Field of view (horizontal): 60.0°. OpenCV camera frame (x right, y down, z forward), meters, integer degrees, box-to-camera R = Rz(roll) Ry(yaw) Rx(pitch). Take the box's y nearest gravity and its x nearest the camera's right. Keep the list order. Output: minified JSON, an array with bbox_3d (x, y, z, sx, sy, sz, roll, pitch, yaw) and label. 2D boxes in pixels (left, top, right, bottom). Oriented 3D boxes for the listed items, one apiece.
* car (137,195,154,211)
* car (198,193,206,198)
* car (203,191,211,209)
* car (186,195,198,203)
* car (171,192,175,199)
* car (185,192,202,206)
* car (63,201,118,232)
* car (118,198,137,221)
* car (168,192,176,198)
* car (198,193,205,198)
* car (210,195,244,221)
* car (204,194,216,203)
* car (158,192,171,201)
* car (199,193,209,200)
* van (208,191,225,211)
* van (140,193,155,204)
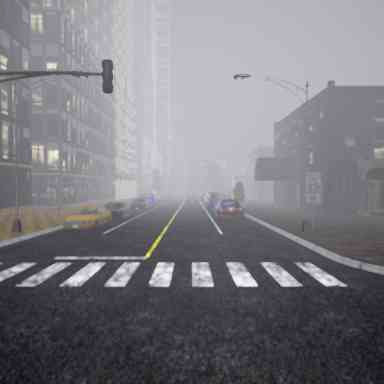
[{"bbox_3d":[-5.666,1.291,36.161,1.947,1.339,4.313,-1,0,0],"label":"car"},{"bbox_3d":[2.685,0.890,86.901,1.887,1.381,4.507,-1,0,0],"label":"car"},{"bbox_3d":[2.677,1.040,36.103,2.192,1.841,5.009,-1,0,0],"label":"car"},{"bbox_3d":[0.004,1.175,56.190,1.895,1.301,4.718,0,0,0],"label":"car"},{"bbox_3d":[-5.663,0.954,81.312,1.947,1.339,4.313,-1,0,0],"label":"car"},{"bbox_3d":[0.003,1.135,46.996,2.128,1.511,4.902,0,0,0],"label":"car"},{"bbox_3d":[-5.838,1.380,19.059,1.752,1.417,4.829,-1,0,0],"label":"car"},{"bbox_3d":[-5.666,1.377,24.872,1.947,1.339,4.313,-1,0,0],"label":"car"},{"bbox_3d":[-5.664,0.744,92.599,1.967,1.590,4.097,-1,0,0],"label":"car"},{"bbox_3d":[2.685,0.886,92.545,1.802,1.307,4.206,-1,0,0],"label":"car"},{"bbox_3d":[2.679,1.251,24.817,1.967,1.590,4.097,-1,0,0],"label":"car"},{"bbox_3d":[3.150,1.066,57.725,1.837,1.490,4.892,0,0,0],"label":"car"},{"bbox_3d":[-5.664,1.040,64.210,1.752,1.417,4.829,-1,0,0],"label":"car"},{"bbox_3d":[2.684,0.995,75.613,1.947,1.339,4.313,-1,0,0],"label":"car"},{"bbox_3d":[2.677,1.109,30.460,1.690,1.788,3.998,-1,0,0],"label":"van"},{"bbox_3d":[-5.669,1.024,41.803,1.690,1.788,3.998,-1,0,0],"label":"van"}]
